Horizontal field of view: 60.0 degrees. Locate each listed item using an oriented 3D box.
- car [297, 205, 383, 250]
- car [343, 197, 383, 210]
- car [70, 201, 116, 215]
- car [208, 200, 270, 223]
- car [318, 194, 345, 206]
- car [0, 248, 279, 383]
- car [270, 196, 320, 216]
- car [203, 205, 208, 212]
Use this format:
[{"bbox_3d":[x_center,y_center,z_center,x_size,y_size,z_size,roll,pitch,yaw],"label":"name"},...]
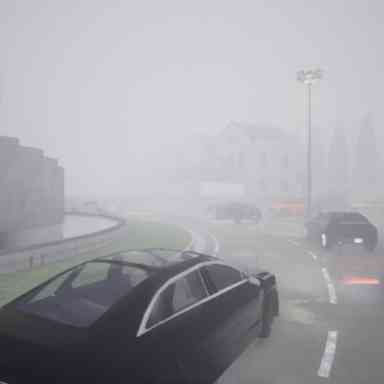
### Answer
[{"bbox_3d":[6.237,1.538,14.489,1.837,1.490,4.892,0,-1,5],"label":"car"},{"bbox_3d":[19.377,1.566,36.458,5.008,1.535,1.882,0,0,-27],"label":"car"},{"bbox_3d":[-9.999,1.593,33.568,4.674,1.442,1.812,0,0,16],"label":"car"},{"bbox_3d":[3.502,1.550,25.987,2.128,1.511,4.902,0,0,-25],"label":"car"},{"bbox_3d":[15.505,1.310,38.570,5.566,2.045,2.150,0,0,-24],"label":"car"},{"bbox_3d":[-0.319,1.501,4.322,2.128,1.511,4.902,0,0,31],"label":"car"},{"bbox_3d":[9.817,1.428,32.943,4.553,1.767,2.097,0,0,-17],"label":"car"},{"bbox_3d":[3.581,1.570,35.061,4.902,1.511,2.128,0,0,-10],"label":"car"}]
